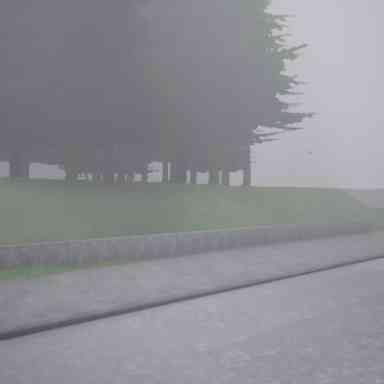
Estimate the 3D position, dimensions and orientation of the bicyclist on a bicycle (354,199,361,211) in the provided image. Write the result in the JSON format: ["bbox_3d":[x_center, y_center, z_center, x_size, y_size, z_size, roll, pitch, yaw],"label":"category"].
[{"bbox_3d":[22.476,1.832,45.121,1.656,1.620,0.582,0,0,-36],"label":"bicyclist on a bicycle"}]
